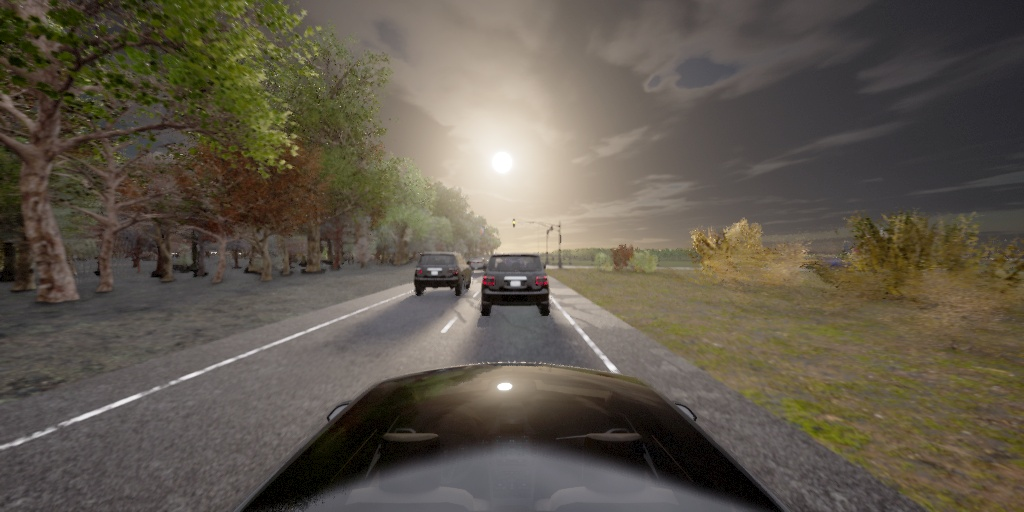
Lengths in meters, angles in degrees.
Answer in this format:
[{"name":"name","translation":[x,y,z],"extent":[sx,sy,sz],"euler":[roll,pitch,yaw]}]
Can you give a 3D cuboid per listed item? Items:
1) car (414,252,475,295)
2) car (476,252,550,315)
[{"name":"car","translation":[-3.394,0.814,18.408],"extent":[2.150,2.045,5.566],"euler":[0,0,0]},{"name":"car","translation":[0.103,0.865,13.091],"extent":[2.150,2.045,5.566],"euler":[0,1,0]}]
